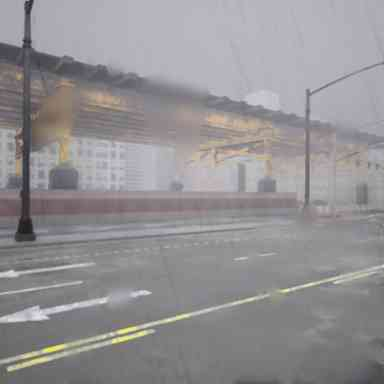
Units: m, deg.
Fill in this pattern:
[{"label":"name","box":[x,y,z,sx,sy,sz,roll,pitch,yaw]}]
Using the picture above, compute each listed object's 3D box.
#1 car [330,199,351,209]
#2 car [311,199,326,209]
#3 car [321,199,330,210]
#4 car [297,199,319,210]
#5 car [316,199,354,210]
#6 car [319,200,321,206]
[{"label":"car","box":[21.629,1.733,50.640,4.536,1.218,1.853,0,0,-7]},{"label":"car","box":[17.788,1.684,46.935,1.853,1.218,4.536,0,0,18]},{"label":"car","box":[17.771,1.841,46.884,2.038,1.542,4.974,0,0,18]},{"label":"car","box":[13.977,1.640,44.206,4.536,1.218,1.853,0,0,8]},{"label":"car","box":[21.679,1.891,50.646,4.974,1.542,2.038,0,0,-7]},{"label":"car","box":[14.027,1.798,44.198,4.974,1.542,2.038,0,0,8]}]
